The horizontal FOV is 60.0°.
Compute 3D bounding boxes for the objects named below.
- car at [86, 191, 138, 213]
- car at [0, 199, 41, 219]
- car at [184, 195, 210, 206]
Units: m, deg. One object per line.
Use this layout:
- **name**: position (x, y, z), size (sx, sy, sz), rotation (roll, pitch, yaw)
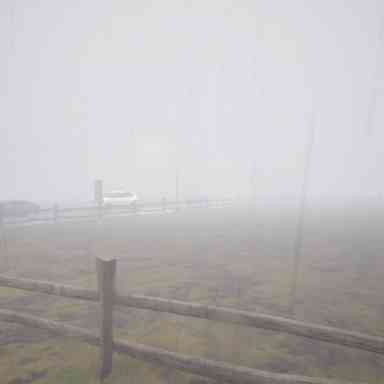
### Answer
- **car**: position (-7.884, 0.935, 33.525), size (2.150, 2.045, 5.566), rotation (1, 1, 36)
- **car**: position (-13.975, 1.338, 25.094), size (1.837, 1.490, 4.892), rotation (1, 1, 36)
- **car**: position (0.734, 1.102, 45.442), size (1.994, 1.385, 4.181), rotation (1, 1, 36)
